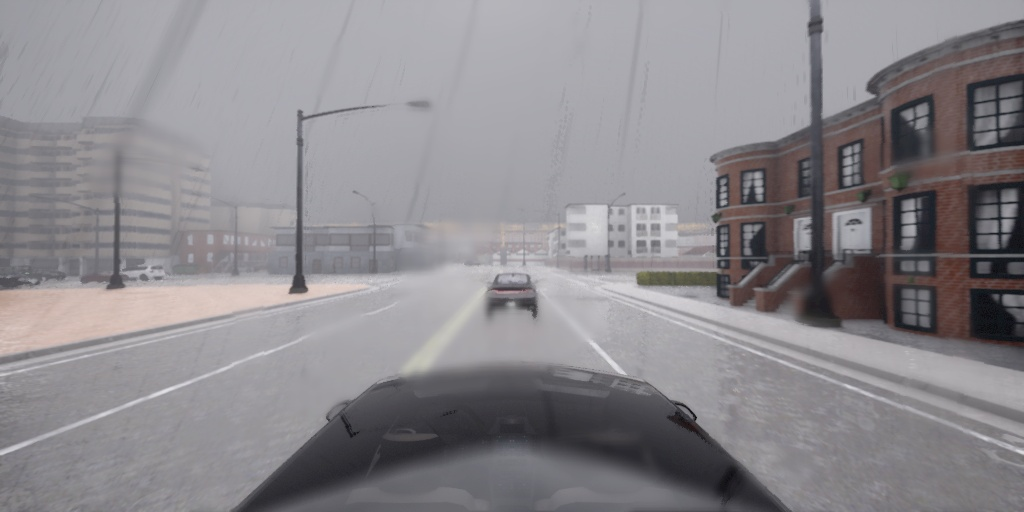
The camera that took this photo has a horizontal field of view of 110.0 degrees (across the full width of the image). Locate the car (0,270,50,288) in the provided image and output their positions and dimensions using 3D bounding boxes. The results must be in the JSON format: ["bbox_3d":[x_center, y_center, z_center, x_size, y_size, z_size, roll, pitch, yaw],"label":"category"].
[{"bbox_3d":[-50.684,2.449,36.118,4.902,1.511,2.128,-1,-1,-1],"label":"car"}]

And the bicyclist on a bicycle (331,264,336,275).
[{"bbox_3d":[-26.438,1.957,53.147,0.582,1.620,1.656,-1,0,-1],"label":"bicyclist on a bicycle"}]

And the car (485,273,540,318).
[{"bbox_3d":[0.037,1.404,13.806,2.128,1.511,4.902,0,-1,0],"label":"car"}]
